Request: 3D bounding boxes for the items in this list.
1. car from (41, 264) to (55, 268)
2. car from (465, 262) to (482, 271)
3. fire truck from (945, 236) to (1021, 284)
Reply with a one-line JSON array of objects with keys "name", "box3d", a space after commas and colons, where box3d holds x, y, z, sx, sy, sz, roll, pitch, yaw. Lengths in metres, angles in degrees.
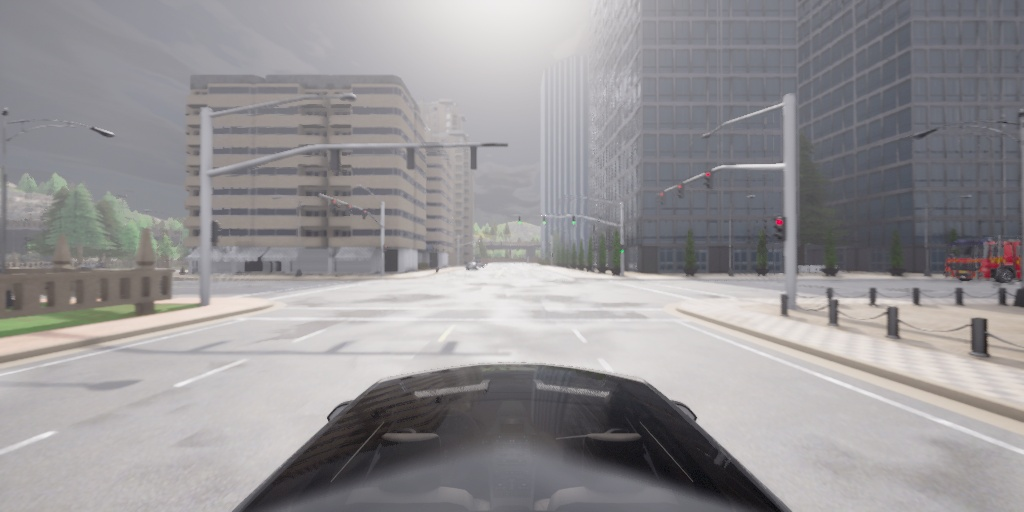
[{"name": "car", "box3d": [-50.689, 1.612, 39.676, 1.994, 1.385, 4.181, 0, -1, -40]}, {"name": "car", "box3d": [-7.023, 1.821, 63.122, 2.128, 1.511, 4.902, 0, 0, 1]}, {"name": "fire truck", "box3d": [41.532, 0.292, 29.645, 8.468, 3.827, 2.891, 0, -1, 0]}]
